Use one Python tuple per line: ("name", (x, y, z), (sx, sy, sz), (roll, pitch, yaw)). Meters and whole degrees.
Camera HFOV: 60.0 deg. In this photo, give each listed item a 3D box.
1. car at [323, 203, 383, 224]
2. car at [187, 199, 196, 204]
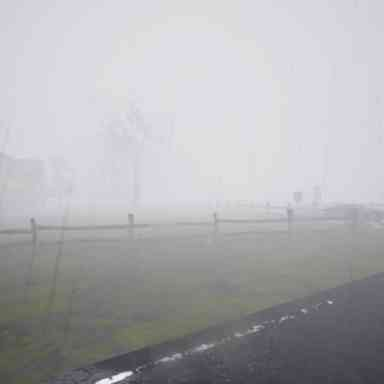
("car", (11.945, 1.543, 24.511), (2.033, 1.411, 5.357), (0, -1, -15))
("car", (-0.139, 2.033, 70.855), (1.812, 1.442, 4.674), (0, -1, -15))
